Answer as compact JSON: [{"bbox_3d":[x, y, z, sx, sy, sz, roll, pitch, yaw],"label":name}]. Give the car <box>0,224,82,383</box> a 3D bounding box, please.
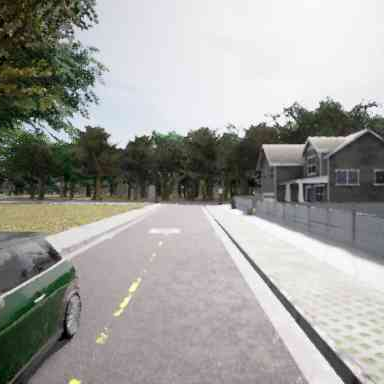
[{"bbox_3d":[-2.837,1.351,3.492,2.097,1.767,4.553,0,0,0],"label":"car"}]
